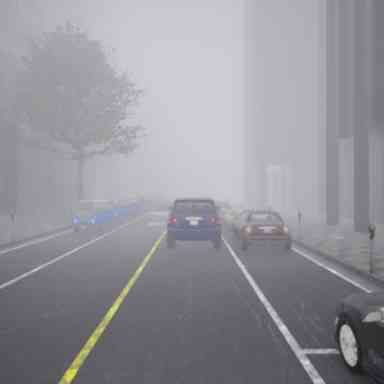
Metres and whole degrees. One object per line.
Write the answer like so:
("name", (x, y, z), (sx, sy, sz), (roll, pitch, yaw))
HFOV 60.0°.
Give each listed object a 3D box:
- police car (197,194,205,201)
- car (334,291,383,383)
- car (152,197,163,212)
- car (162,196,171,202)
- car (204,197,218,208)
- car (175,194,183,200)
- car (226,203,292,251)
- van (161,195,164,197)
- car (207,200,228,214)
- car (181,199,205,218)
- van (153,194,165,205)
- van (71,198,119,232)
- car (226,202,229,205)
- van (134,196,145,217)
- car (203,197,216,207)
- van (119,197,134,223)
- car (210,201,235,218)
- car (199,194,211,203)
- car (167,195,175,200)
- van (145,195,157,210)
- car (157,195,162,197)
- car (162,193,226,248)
("police car", (2.325, 1.444, 85.595), (1.930, 1.638, 5.238), (0, 0, 0))
("car", (2.762, 1.550, 2.837), (2.008, 1.369, 4.403), (0, 0, 0))
("car", (-3.113, 1.560, 38.121), (1.994, 1.385, 4.181), (0, 0, 0))
("car", (-5.798, 1.535, 75.697), (1.752, 1.417, 4.829), (0, 0, 0))
("car", (2.740, 1.524, 47.957), (1.752, 1.417, 4.829), (0, 0, 0))
("car", (-3.038, 1.222, 78.800), (1.895, 1.301, 4.718), (0, 0, 0))
("car", (2.757, 1.437, 14.075), (1.967, 1.590, 4.097), (0, 0, 0))
("van", (-5.787, 1.340, 53.393), (1.690, 1.788, 3.998), (0, 0, 0))
("car", (2.746, 1.562, 36.550), (1.947, 1.339, 4.313), (0, 0, 0))
("car", (0.078, 1.487, 31.207), (2.128, 1.511, 4.902), (0, 0, 0))
("van", (-5.790, 1.342, 59.012), (1.690, 1.788, 3.998), (0, 0, 0))
("van", (-5.771, 1.336, 19.683), (1.690, 1.788, 3.998), (0, 0, 0))
("car", (2.754, 1.522, 19.863), (1.752, 1.417, 4.829), (0, 0, 0))
("van", (-5.776, 1.336, 30.920), (1.690, 1.788, 3.998), (0, 0, 0))
("car", (2.738, 1.566, 53.406), (1.947, 1.339, 4.313), (0, 0, 0))
("van", (-5.774, 1.336, 25.302), (1.690, 1.788, 3.998), (0, 0, 0))
("car", (2.748, 1.562, 30.931), (1.947, 1.339, 4.313), (0, 0, 0))
("car", (2.729, 1.322, 70.263), (2.192, 1.841, 5.009), (0, 0, 0))
("car", (-5.807, 1.569, 92.722), (1.887, 1.381, 4.507), (0, 0, 0))
("van", (-5.782, 1.338, 42.157), (1.690, 1.788, 3.998), (0, 0, 0))
("car", (-5.785, 1.542, 47.775), (1.887, 1.381, 4.507), (0, 0, 0))
("car", (0.091, 1.219, 14.931), (2.150, 2.045, 5.566), (0, 0, 0))
